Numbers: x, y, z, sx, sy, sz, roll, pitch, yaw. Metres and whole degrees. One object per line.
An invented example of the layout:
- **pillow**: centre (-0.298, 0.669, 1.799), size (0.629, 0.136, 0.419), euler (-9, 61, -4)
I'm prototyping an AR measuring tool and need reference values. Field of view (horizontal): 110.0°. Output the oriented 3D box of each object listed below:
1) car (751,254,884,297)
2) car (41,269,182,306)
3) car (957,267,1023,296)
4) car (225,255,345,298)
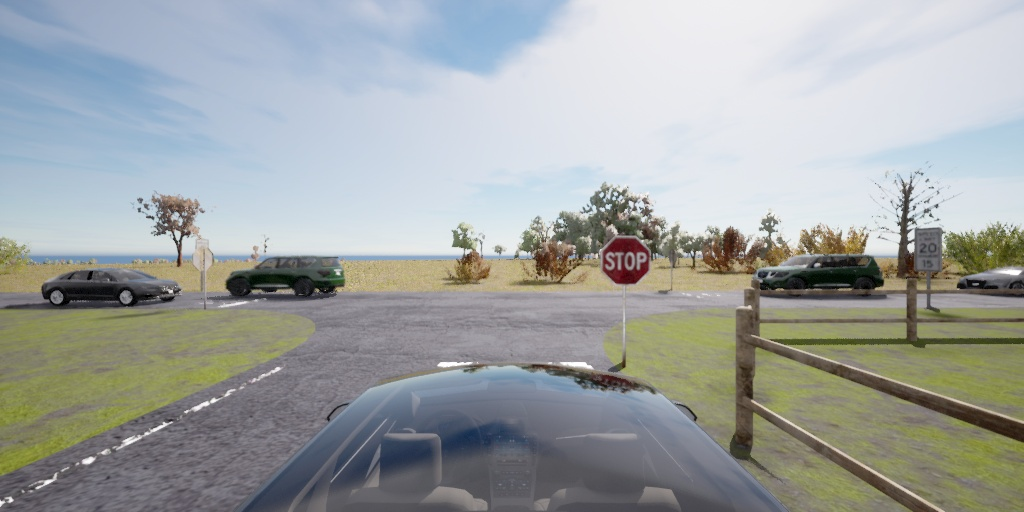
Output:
- **car**: centre (15.371, 0.923, 18.175), size (5.566, 2.045, 2.150), euler (0, 0, 0)
- **car**: centre (-17.112, 1.294, 15.463), size (4.892, 1.490, 1.837), euler (0, 0, 1)
- **car**: centre (25.411, 1.245, 18.098), size (4.181, 1.385, 1.994), euler (0, 0, 0)
- **car**: centre (-11.552, 0.992, 18.473), size (5.566, 2.045, 2.150), euler (0, -1, 4)
